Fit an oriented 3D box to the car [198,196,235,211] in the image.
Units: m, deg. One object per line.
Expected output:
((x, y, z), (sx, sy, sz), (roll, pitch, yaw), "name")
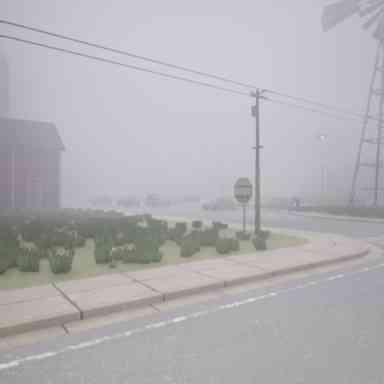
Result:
((3.185, 1.480, 39.884), (4.193, 1.474, 1.816), (0, 0, -36), "car")

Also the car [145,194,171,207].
((-5.242, 1.288, 50.424), (3.866, 1.878, 1.905), (0, 0, -36), "car")

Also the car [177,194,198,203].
((-0.571, 1.272, 66.477), (4.605, 1.855, 1.932), (0, 0, -36), "car")

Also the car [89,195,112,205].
((-15.533, 1.471, 57.459), (2.128, 1.511, 4.902), (0, 0, -37), "car")

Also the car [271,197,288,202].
((12.858, 1.482, 48.449), (3.905, 1.438, 1.784), (0, 0, -36), "car")

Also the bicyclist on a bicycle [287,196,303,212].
((10.627, 1.272, 34.282), (1.656, 1.620, 0.582), (0, 0, -2), "bicyclist on a bicycle")

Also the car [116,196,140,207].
((-9.531, 1.331, 49.448), (2.097, 1.767, 4.553), (0, 0, -36), "car")
